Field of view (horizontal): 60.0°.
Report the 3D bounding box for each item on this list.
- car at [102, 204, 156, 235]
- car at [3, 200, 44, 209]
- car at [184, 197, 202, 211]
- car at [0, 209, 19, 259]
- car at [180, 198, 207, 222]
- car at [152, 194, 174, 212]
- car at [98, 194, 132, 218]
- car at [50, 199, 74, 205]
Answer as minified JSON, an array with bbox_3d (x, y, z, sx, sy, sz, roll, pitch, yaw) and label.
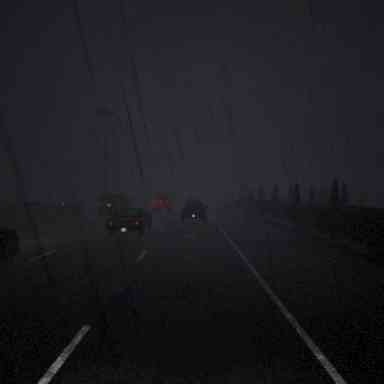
[{"bbox_3d":[-3.392,1.577,18.768,1.895,1.301,4.718,0,0,0],"label":"car"},{"bbox_3d":[-14.077,1.466,27.798,1.837,1.490,4.892,0,0,0],"label":"car"},{"bbox_3d":[0.119,1.538,42.165,2.097,1.767,4.553,0,-3,0],"label":"car"},{"bbox_3d":[-6.893,1.479,9.567,2.128,1.511,4.902,0,0,0],"label":"car"},{"bbox_3d":[0.110,1.470,26.145,1.837,1.490,4.892,0,0,0],"label":"car"},{"bbox_3d":[-3.382,1.285,38.762,2.150,2.045,5.566,0,-1,0],"label":"car"},{"bbox_3d":[-6.886,1.183,30.279,2.150,2.045,5.566,0,0,0],"label":"car"},{"bbox_3d":[-17.525,1.684,45.131,2.097,1.767,4.553,0,-3,0],"label":"car"}]
